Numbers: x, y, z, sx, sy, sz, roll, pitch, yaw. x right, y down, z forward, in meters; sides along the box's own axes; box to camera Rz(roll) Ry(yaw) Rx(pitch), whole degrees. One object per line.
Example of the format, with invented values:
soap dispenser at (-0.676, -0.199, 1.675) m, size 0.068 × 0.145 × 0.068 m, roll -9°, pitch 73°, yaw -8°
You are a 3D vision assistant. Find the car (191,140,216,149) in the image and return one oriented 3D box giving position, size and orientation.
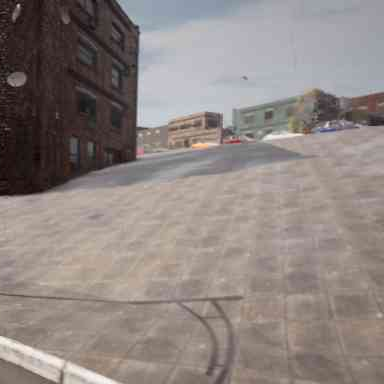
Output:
car at (1.895, -5.469, 39.871) m, size 2.185 × 1.767 × 4.553 m, roll 0°, pitch 2°, yaw -37°

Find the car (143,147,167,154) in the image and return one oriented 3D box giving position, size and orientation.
car at (-4.670, -5.699, 48.716) m, size 2.231 × 1.521 × 4.892 m, roll 0°, pitch 2°, yaw -37°

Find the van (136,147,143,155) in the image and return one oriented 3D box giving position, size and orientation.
van at (-7.879, -6.094, 53.045) m, size 1.878 × 1.987 × 4.442 m, roll 0°, pitch 1°, yaw -37°

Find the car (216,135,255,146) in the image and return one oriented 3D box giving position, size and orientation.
car at (5.182, -5.284, 35.440) m, size 2.185 × 1.767 × 4.553 m, roll 0°, pitch 2°, yaw -37°

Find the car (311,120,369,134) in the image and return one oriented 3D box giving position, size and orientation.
car at (11.834, -4.903, 26.475) m, size 2.185 × 1.767 × 4.553 m, roll 0°, pitch 2°, yaw -37°

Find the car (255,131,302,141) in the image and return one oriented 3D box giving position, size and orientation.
car at (8.558, -4.925, 30.888) m, size 2.002 × 1.452 × 4.674 m, roll 0°, pitch 2°, yaw -37°
